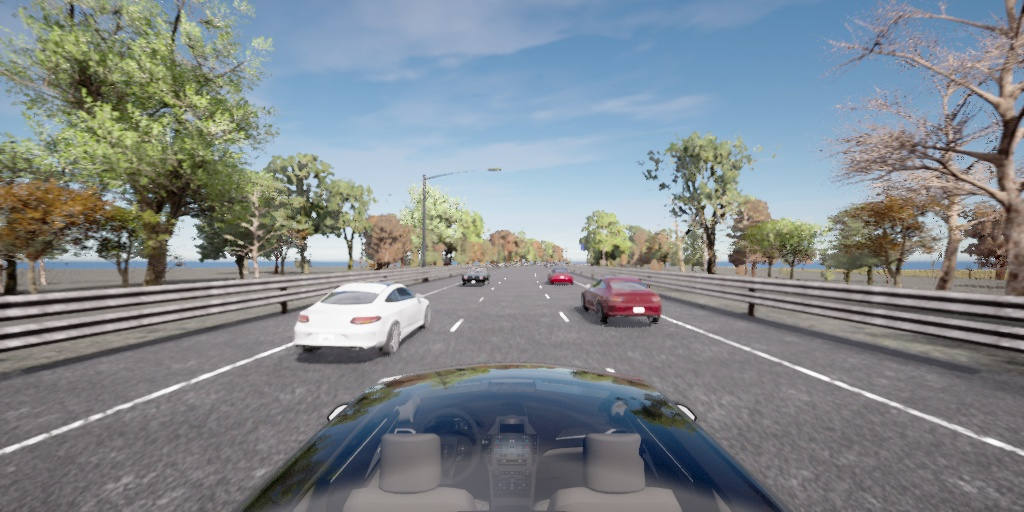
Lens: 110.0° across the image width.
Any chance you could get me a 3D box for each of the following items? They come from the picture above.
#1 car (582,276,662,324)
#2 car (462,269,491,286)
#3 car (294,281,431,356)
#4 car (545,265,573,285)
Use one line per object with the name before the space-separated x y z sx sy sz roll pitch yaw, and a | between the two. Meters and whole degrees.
car | 3.699 1.428 12.652 1.812 1.442 4.674 0 -1 1
car | -2.855 1.719 29.628 1.895 1.301 4.718 2 -1 2
car | -3.334 1.348 8.813 1.812 1.442 4.674 2 -1 1
car | 4.213 1.740 31.566 1.994 1.385 4.181 0 -1 2
